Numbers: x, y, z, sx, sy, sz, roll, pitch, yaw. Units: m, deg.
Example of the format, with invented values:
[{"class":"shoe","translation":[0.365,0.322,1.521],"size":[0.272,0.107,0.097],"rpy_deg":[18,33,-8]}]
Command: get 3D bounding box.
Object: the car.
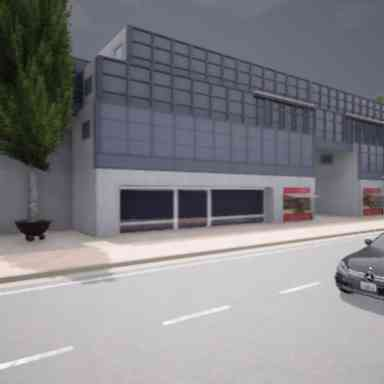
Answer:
[{"class":"car","translation":[5.206,1.520,7.615],"size":[4.674,1.442,1.812],"rpy_deg":[0,0,-36]}]
